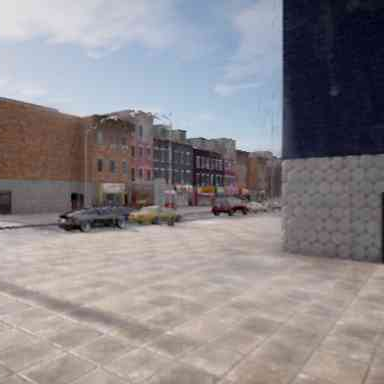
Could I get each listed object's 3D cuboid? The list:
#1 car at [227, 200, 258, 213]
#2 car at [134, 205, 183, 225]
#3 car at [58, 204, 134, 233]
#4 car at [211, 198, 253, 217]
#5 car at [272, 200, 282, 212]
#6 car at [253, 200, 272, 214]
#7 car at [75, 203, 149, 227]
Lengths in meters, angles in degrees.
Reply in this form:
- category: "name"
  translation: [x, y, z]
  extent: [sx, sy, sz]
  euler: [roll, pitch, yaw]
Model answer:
- category: "car"
  translation: [6.405, 1.755, 41.890]
  extent: [1.837, 1.490, 4.892]
  euler: [0, 0, 35]
- category: "car"
  translation: [-2.544, 1.630, 24.742]
  extent: [1.752, 1.417, 4.829]
  euler: [0, -1, 35]
- category: "car"
  translation: [-5.899, 1.626, 20.019]
  extent: [1.947, 1.339, 4.313]
  euler: [0, -1, 35]
- category: "car"
  translation: [3.868, 1.508, 33.775]
  extent: [2.192, 1.841, 5.009]
  euler: [0, -1, 35]
- category: "car"
  translation: [10.378, 1.730, 42.941]
  extent: [1.967, 1.590, 4.097]
  euler: [-1, -1, 35]
- category: "car"
  translation: [7.221, 1.767, 38.494]
  extent: [1.752, 1.417, 4.829]
  euler: [0, -1, 35]
- category: "car"
  translation: [-5.761, 1.630, 24.754]
  extent: [2.033, 1.411, 5.357]
  euler: [0, 0, 35]
